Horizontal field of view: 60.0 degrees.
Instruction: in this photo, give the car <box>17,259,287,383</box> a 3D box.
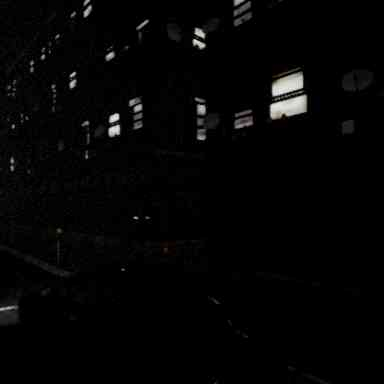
[{"bbox_3d":[-0.948,1.693,4.678,1.812,1.442,4.674,3,-3,-42],"label":"car"}]
